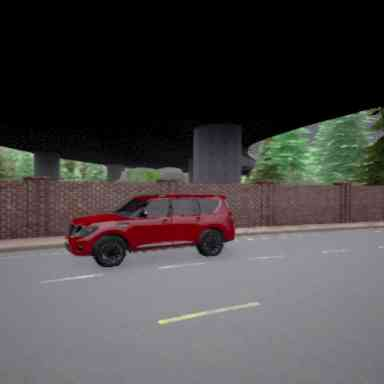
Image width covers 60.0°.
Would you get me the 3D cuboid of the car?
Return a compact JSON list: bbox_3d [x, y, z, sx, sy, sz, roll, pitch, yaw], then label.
[{"bbox_3d":[-1.180,1.082,10.998,5.566,2.045,2.150,0,1,-28],"label":"car"}]
